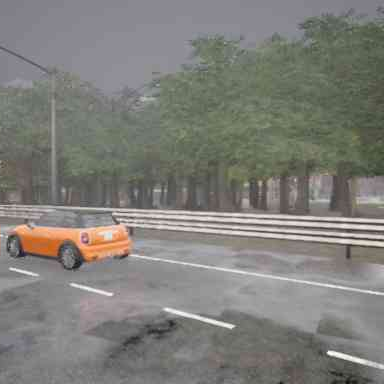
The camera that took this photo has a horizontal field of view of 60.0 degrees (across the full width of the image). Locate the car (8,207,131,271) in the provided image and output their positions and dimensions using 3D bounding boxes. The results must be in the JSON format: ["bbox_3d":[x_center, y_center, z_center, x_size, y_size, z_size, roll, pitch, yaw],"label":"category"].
[{"bbox_3d":[-4.228,1.367,11.196,4.553,1.767,2.097,0,0,36],"label":"car"}]
